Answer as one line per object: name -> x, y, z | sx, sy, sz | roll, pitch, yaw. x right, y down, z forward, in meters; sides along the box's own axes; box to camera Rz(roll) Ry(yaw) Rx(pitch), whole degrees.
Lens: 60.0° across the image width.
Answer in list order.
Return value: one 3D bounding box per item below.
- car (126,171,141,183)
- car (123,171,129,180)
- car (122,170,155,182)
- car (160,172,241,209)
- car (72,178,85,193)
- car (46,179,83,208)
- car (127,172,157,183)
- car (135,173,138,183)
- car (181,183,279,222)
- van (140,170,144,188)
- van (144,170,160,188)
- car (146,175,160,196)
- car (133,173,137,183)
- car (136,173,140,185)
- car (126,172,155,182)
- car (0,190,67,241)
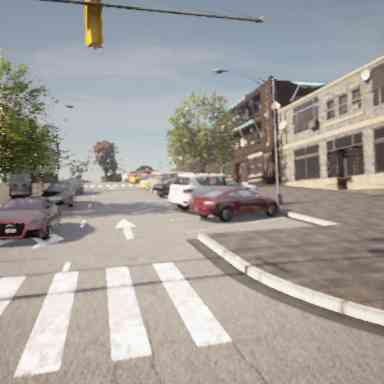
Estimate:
car -> -6.759, -2.034, 50.961 | 5.366, 1.575, 1.946 | -3, 5, -35
car -> -7.712, -2.477, 53.736 | 5.566, 2.045, 2.435 | -3, 5, -35
car -> -10.091, -2.931, 62.435 | 5.566, 2.045, 2.435 | -1, -1, -35
car -> 1.358, -0.015, 18.728 | 5.566, 2.045, 2.435 | -3, 5, -34
car -> -11.293, -0.540, 31.855 | 2.128, 1.511, 4.902 | -2, 4, -15
car -> -8.690, 0.150, 22.027 | 2.128, 1.511, 4.902 | -2, 4, -15
car -> -8.514, -2.558, 56.681 | 4.553, 1.767, 2.185 | -3, 4, -35
car -> -3.863, -1.163, 39.194 | 4.674, 1.452, 2.002 | -3, 5, -34
car -> 2.088, 0.483, 15.811 | 4.674, 1.452, 2.002 | -3, 5, -34
van -> -2.475, -1.012, 33.257 | 4.442, 1.987, 1.878 | -3, 5, -34
van -> -1.728, -0.806, 30.329 | 4.442, 1.987, 1.878 | -3, 5, -34
car -> -0.898, -0.379, 27.491 | 4.892, 1.521, 2.231 | -3, 5, -34
car -> -4.626, -1.369, 42.118 | 4.674, 1.452, 2.002 | -3, 5, -34
car -> -2.970, -1.008, 36.371 | 5.366, 1.575, 1.946 | -3, 5, -34
car -> -9.260, -2.726, 59.608 | 4.553, 1.767, 2.185 | -2, 2, -36
car -> -6.133, 0.899, 12.397 | 1.994, 1.385, 4.181 | -2, 4, -13
